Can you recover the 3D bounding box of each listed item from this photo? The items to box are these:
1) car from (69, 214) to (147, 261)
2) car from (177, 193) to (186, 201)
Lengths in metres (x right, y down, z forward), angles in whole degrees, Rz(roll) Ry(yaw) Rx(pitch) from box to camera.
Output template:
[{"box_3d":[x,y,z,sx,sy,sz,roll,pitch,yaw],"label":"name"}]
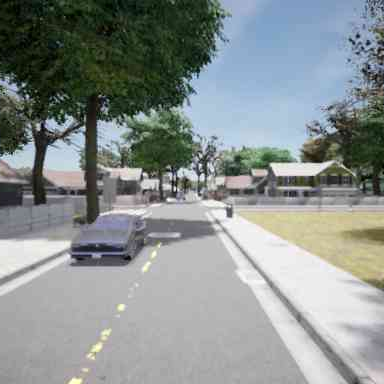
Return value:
[{"box_3d":[-2.848,1.547,12.606,2.033,1.411,5.357,0,0,0],"label":"car"},{"box_3d":[-2.733,1.219,85.427,2.150,2.045,5.566,0,0,0],"label":"car"}]
